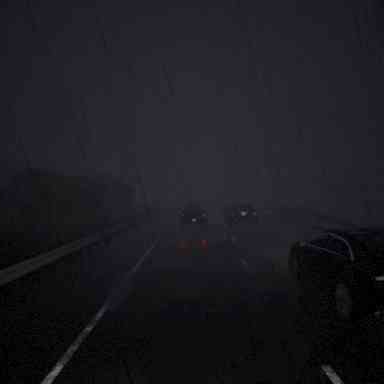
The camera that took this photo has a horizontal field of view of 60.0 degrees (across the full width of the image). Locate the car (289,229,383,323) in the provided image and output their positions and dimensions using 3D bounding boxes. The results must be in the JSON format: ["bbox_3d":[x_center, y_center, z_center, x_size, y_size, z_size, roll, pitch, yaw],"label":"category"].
[{"bbox_3d":[3.608,1.568,7.344,2.128,1.511,4.902,0,-1,0],"label":"car"}]

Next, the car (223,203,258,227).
[{"bbox_3d":[3.626,1.613,25.514,2.097,1.767,4.553,0,-1,0],"label":"car"}]

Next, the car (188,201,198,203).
[{"bbox_3d":[0.107,1.930,41.932,1.837,1.490,4.892,0,-1,0],"label":"car"}]

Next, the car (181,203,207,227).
[{"bbox_3d":[0.117,1.782,25.117,1.812,1.442,4.674,0,-1,0],"label":"car"}]
